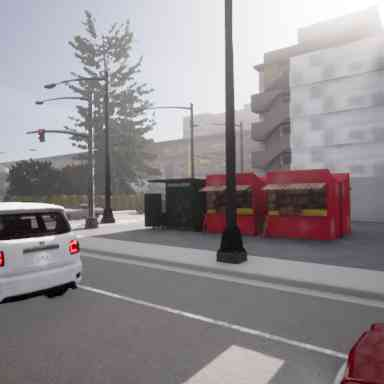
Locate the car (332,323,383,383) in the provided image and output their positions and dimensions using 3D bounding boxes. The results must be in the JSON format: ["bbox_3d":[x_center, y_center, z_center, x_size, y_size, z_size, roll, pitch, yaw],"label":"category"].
[{"bbox_3d":[3.232,1.600,1.679,4.718,1.301,1.895,0,0,35],"label":"car"}]

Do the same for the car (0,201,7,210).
[{"bbox_3d":[-30.558,2.106,51.085,2.033,1.411,5.357,-1,-1,-10],"label":"car"}]

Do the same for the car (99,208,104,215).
[{"bbox_3d":[-10.122,1.747,29.407,1.895,1.301,4.718,-1,-1,36],"label":"car"}]

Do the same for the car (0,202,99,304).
[{"bbox_3d":[-4.784,1.239,7.361,5.566,2.045,2.150,0,0,36],"label":"car"}]

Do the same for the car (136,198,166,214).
[{"bbox_3d":[-4.161,1.497,37.621,2.097,1.767,4.553,-1,-1,36],"label":"car"}]
